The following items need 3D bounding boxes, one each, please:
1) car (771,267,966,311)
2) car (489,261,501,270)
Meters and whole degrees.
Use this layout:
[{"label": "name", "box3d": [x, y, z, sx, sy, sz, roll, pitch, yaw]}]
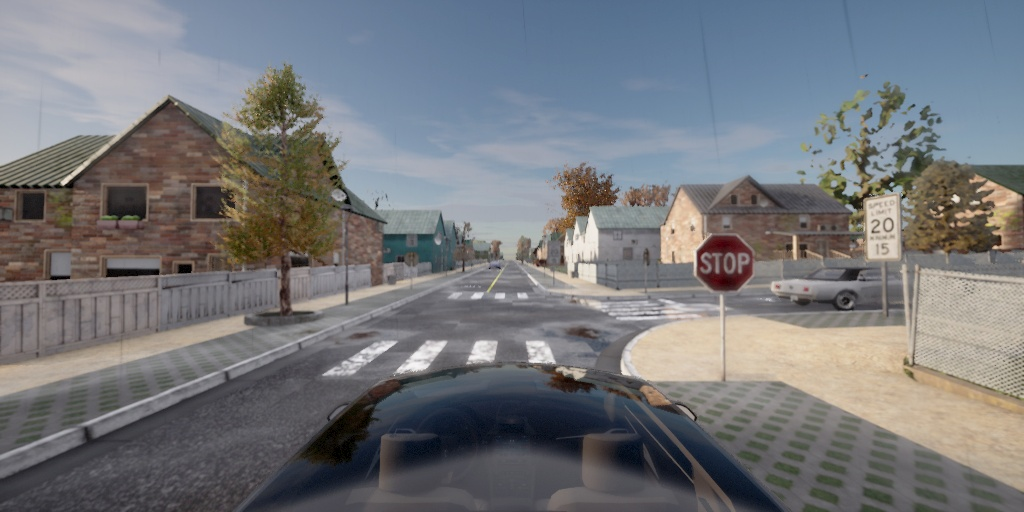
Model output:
[{"label": "car", "box3d": [11.417, 0.999, 11.673, 4.718, 1.301, 1.895, -2, -1, 1]}, {"label": "car", "box3d": [-2.893, 1.581, 61.032, 1.812, 1.442, 4.674, 0, 0, 0]}]
